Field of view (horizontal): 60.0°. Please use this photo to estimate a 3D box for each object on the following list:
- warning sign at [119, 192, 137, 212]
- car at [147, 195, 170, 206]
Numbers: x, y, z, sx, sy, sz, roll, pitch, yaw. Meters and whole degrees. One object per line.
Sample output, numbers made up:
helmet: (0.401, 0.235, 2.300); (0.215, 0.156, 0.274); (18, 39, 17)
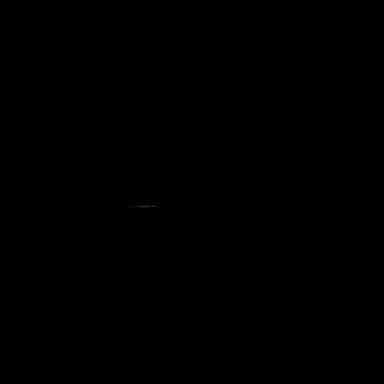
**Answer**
warning sign: (-5.957, 0.913, 30.896); (1.300, 1.860, 1.060); (0, 0, 29)
car: (-4.578, 1.171, 47.753); (1.812, 1.442, 4.674); (0, 1, 30)
